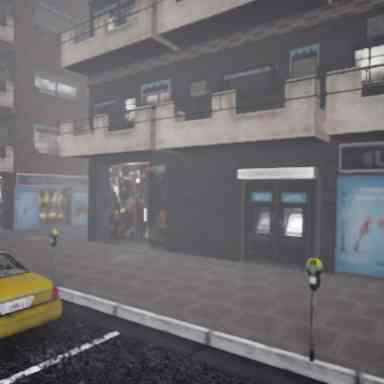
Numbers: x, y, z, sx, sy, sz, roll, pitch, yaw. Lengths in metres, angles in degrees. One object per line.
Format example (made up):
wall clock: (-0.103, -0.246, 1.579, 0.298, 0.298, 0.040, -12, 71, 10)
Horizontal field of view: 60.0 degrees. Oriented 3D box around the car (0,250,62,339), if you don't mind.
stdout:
car: (-4.294, 1.525, 5.927, 4.829, 1.417, 1.752, 0, 1, 36)
